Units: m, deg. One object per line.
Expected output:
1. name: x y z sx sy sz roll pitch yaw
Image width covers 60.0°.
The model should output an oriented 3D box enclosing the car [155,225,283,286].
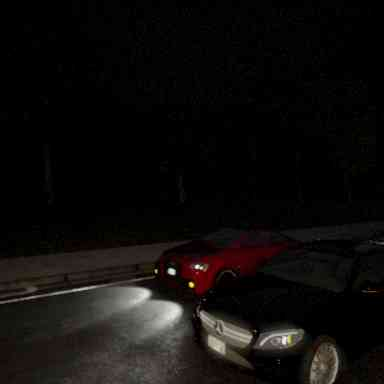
1. car: 1.169 1.580 8.528 4.181 1.385 1.994 0 0 -36

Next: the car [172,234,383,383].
1. car: 2.182 1.536 5.250 4.674 1.442 1.812 0 0 -36
